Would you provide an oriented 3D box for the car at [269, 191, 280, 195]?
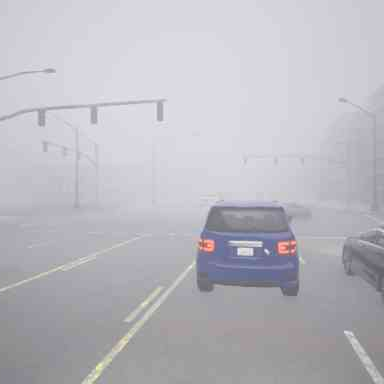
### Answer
[{"bbox_3d":[18.773,0.881,74.973,2.128,1.511,4.902,0,1,11],"label":"car"}]

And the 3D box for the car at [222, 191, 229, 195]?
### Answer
[{"bbox_3d":[4.547,0.926,57.667,2.150,2.045,5.566,0,1,11],"label":"car"}]

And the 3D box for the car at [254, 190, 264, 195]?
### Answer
[{"bbox_3d":[15.302,0.904,75.471,1.994,1.385,4.181,0,1,11],"label":"car"}]

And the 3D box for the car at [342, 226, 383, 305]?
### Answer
[{"bbox_3d":[4.784,1.492,7.407,2.128,1.511,4.902,0,0,11],"label":"car"}]

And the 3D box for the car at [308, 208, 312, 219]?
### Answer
[{"bbox_3d":[7.411,1.537,26.768,4.181,1.385,1.994,0,0,-3],"label":"car"}]

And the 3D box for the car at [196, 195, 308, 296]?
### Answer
[{"bbox_3d":[1.517,1.221,8.930,2.150,2.045,5.566,0,0,11],"label":"car"}]

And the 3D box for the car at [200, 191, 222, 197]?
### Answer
[{"bbox_3d":[2.515,1.079,47.481,2.150,2.045,5.566,0,1,11],"label":"car"}]

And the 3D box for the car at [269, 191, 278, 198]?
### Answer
[{"bbox_3d":[20.757,0.552,84.975,2.097,1.767,4.553,0,1,11],"label":"car"}]
